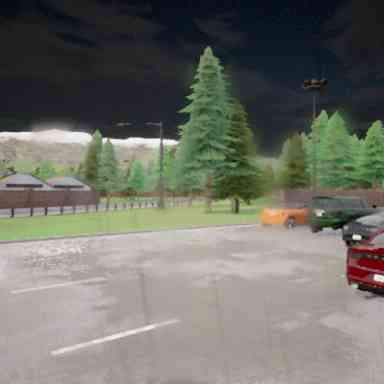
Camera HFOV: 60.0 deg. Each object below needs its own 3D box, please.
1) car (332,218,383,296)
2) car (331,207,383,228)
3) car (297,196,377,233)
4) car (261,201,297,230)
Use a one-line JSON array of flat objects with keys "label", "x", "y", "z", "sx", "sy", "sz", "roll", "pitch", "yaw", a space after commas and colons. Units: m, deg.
[{"label": "car", "x": 5.619, "y": 1.483, "z": 7.766, "sx": 5.008, "sy": 1.535, "sz": 1.882, "roll": 0, "pitch": 0, "yaw": -35}, {"label": "car", "x": 8.046, "y": 1.534, "z": 13.793, "sx": 4.674, "sy": 1.442, "sz": 1.812, "roll": 0, "pitch": 0, "yaw": -36}, {"label": "car", "x": 8.661, "y": 1.231, "z": 18.520, "sx": 5.566, "sy": 2.045, "sz": 2.150, "roll": 0, "pitch": 0, "yaw": -35}, {"label": "car", "x": 6.586, "y": 1.361, "z": 21.341, "sx": 4.553, "sy": 1.767, "sz": 2.097, "roll": 0, "pitch": 0, "yaw": -35}]
